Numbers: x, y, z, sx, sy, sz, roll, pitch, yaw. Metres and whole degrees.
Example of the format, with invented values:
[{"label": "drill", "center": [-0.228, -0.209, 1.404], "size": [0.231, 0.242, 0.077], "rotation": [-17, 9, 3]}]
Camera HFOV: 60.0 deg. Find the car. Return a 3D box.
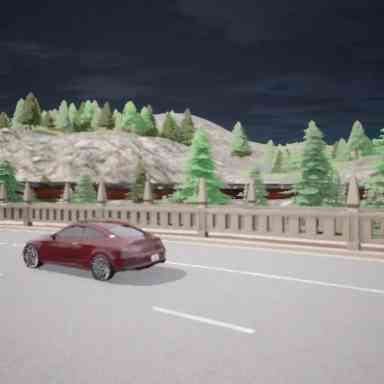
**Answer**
[{"label": "car", "center": [-2.925, 1.537, 9.739], "size": [4.674, 1.442, 1.812], "rotation": [0, 0, 31]}]
